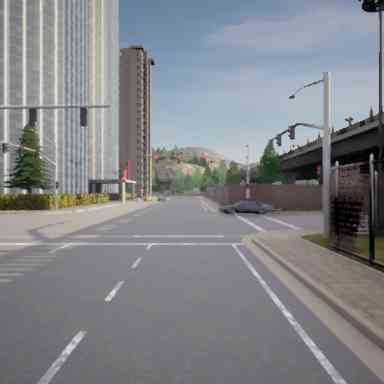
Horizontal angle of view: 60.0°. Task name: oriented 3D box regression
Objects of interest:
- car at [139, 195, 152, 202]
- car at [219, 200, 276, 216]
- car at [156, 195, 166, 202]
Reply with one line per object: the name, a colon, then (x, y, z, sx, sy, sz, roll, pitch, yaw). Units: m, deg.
car: (-10.500, 1.450, 77.175, 1.882, 1.535, 5.008, 0, 0, 0)
car: (5.370, 1.525, 32.459, 5.357, 1.411, 2.033, 1, 0, 0)
car: (-7.000, 1.496, 77.175, 1.812, 1.442, 4.674, 0, 0, 0)
